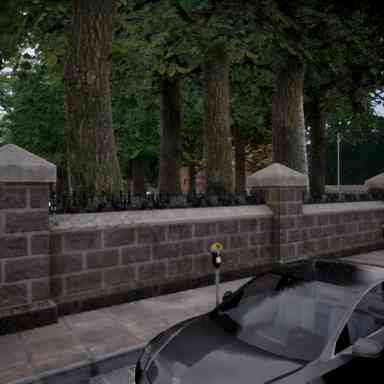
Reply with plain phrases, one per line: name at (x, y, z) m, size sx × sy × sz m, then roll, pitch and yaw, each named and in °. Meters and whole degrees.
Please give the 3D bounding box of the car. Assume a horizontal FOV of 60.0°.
car at (1.470, 1.565, 3.872) m, size 4.313 × 1.339 × 1.947 m, roll 0°, pitch -1°, yaw -36°
